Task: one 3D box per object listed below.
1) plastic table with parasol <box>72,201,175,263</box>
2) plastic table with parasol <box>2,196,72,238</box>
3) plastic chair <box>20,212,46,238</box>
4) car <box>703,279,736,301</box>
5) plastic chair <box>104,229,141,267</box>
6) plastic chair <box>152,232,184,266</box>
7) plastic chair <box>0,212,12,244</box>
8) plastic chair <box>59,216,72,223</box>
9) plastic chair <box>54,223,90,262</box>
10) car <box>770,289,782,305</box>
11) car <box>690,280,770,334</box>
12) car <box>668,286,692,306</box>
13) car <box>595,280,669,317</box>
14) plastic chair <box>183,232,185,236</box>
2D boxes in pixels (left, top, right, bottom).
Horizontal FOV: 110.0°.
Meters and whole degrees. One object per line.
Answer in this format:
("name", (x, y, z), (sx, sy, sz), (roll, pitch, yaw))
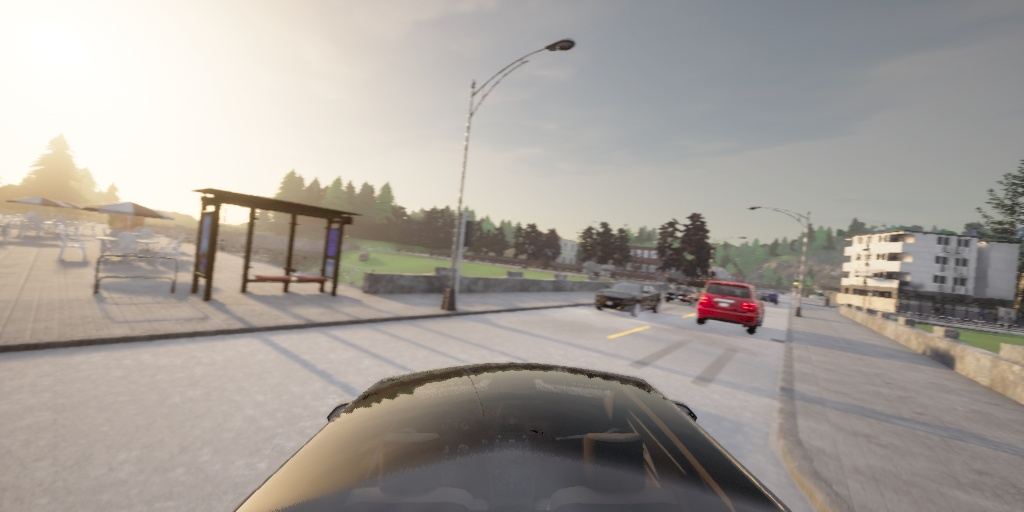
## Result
("plastic table with parasol", (-15.661, -0.985, 14.481), (2.482, 2.480, 2.482), (0, 0, 38))
("plastic table with parasol", (-29.157, -2.435, 22.027), (2.482, 2.480, 2.482), (0, 0, 38))
("plastic chair", (-28.305, -1.741, 21.210), (0.730, 1.272, 0.750), (0, 0, 37))
("car", (22.709, 3.697, 39.143), (2.150, 2.045, 5.566), (6, -1, 38))
("plastic chair", (-14.753, -0.285, 13.588), (0.730, 1.272, 0.750), (0, 0, 38))
("plastic chair", (-14.757, -0.275, 15.368), (0.750, 1.272, 0.730), (0, 0, 38))
("plastic chair", (-23.742, -1.263, 16.473), (0.750, 1.272, 0.730), (0, 0, 38))
("plastic chair", (-28.365, -1.737, 23.029), (0.750, 1.272, 0.730), (0, 0, 38))
("plastic chair", (-16.505, -0.480, 13.444), (0.750, 1.272, 0.730), (0, 0, 38))
("car", (30.574, 4.871, 42.769), (1.882, 1.535, 5.008), (6, -1, 38))
("car", (10.025, 2.228, 16.290), (2.150, 2.045, 5.566), (6, -1, 38))
("car", (12.782, 2.904, 26.535), (1.895, 1.301, 4.718), (6, 0, 38))
("car", (5.782, 1.954, 17.514), (1.882, 1.535, 5.008), (6, 0, 38))
("plastic chair", (-20.653, -0.890, 21.910), (0.750, 1.272, 0.730), (0, 0, 38))
